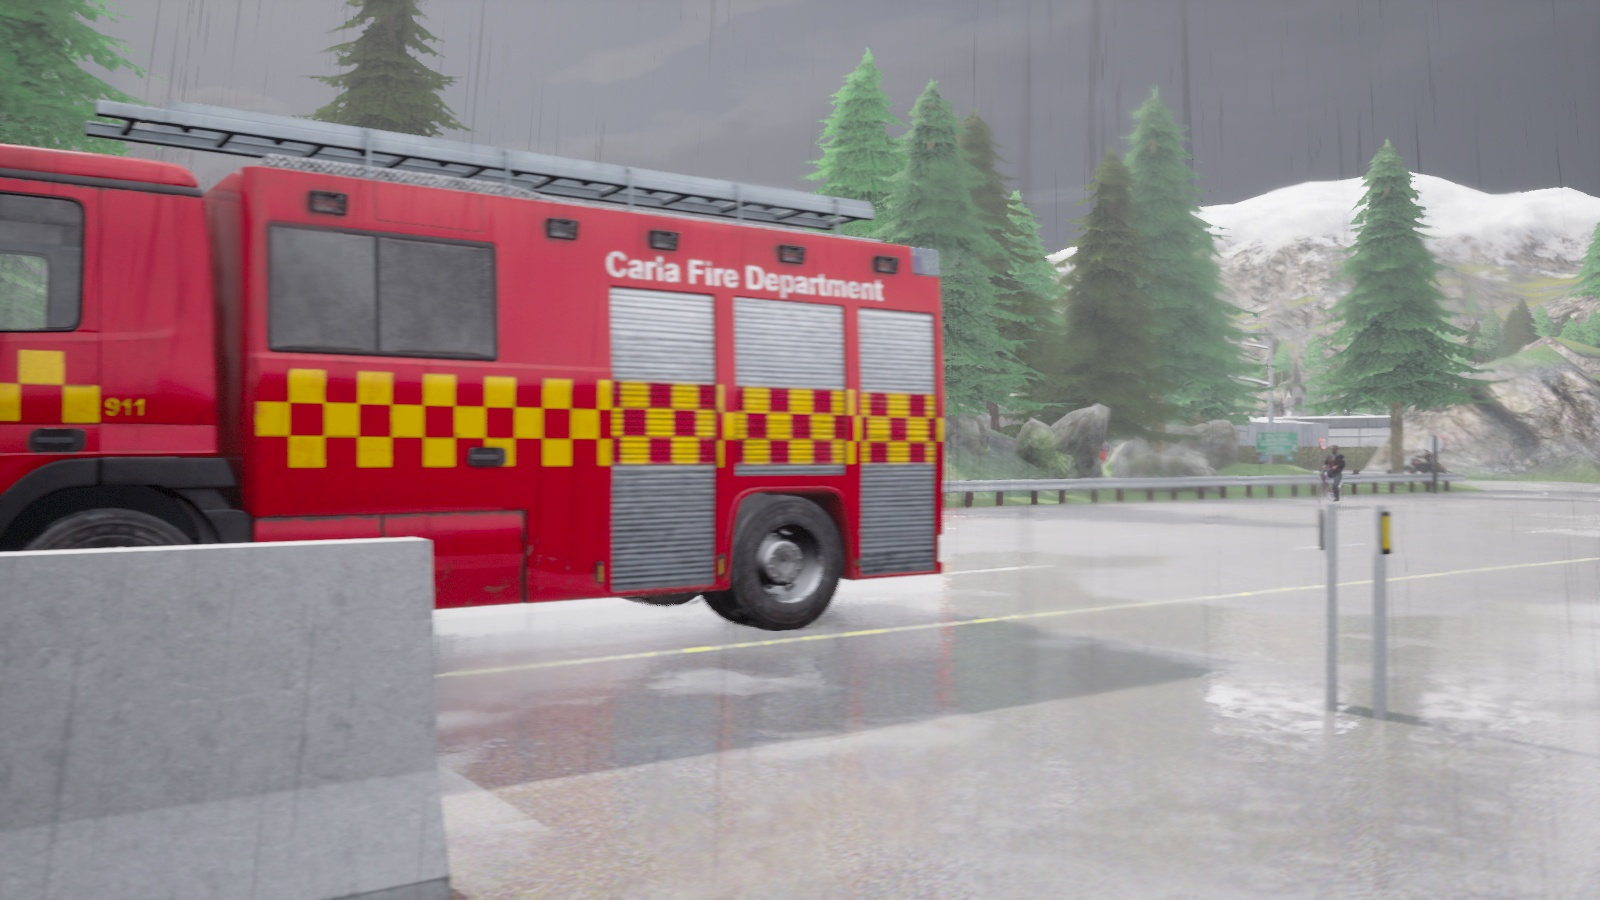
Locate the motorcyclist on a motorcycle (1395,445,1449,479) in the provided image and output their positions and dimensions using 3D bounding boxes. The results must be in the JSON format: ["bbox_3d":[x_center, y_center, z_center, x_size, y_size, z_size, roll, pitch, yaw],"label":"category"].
[{"bbox_3d":[31.025,0.589,62.657,0.766,1.649,2.350,0,0,-35],"label":"motorcyclist on a motorcycle"}]

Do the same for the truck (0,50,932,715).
[{"bbox_3d":[-3.127,-0.389,10.014,8.468,3.827,2.891,0,0,-35],"label":"truck"}]

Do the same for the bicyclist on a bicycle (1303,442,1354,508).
[{"bbox_3d":[14.695,0.671,34.881,0.659,1.776,1.843,1,1,44],"label":"bicyclist on a bicycle"}]
